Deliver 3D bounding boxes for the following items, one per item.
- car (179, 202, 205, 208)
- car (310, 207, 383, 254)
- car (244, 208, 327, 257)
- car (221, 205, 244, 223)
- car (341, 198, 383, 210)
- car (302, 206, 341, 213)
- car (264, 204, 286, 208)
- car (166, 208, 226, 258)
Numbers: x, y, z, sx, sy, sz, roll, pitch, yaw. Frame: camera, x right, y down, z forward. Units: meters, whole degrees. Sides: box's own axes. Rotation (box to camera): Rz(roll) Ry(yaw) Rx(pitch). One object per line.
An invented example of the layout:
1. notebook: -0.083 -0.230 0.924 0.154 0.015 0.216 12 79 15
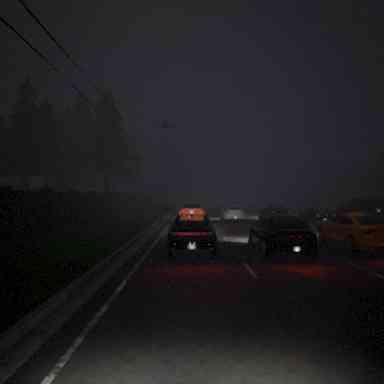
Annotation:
1. car: 0.001 1.652 28.413 2.097 1.767 4.553 0 -1 0
2. car: 7.016 1.629 14.236 1.882 1.535 5.008 0 0 0
3. car: 3.509 1.651 13.489 1.837 1.490 4.892 0 0 0
4. car: 3.504 1.831 28.887 1.812 1.442 4.674 0 0 0
5. car: 13.993 1.516 27.563 2.150 2.045 5.566 0 0 0
6. car: 10.498 1.900 28.237 1.895 1.301 4.718 0 -1 0
7. car: 7.001 1.794 28.492 2.128 1.511 4.902 0 0 0
8. car: 0.009 1.637 13.489 2.128 1.511 4.902 0 0 0
